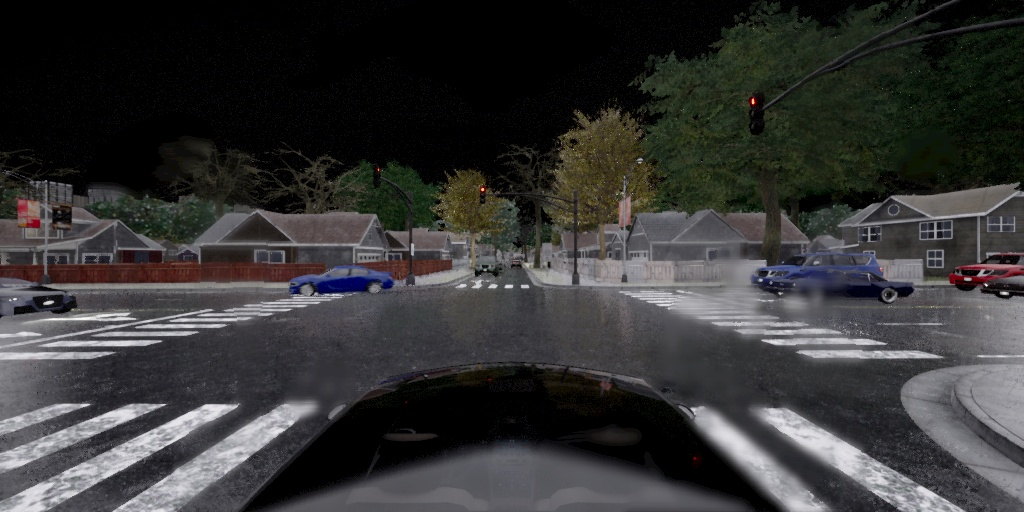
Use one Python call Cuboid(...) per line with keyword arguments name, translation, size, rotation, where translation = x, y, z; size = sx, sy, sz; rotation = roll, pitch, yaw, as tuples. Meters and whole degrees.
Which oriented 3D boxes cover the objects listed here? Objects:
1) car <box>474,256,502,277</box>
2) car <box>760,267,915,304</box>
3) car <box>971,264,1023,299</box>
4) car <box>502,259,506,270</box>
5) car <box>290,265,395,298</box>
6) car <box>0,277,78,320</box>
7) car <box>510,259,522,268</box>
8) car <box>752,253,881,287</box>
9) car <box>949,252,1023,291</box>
Cuboid(name="car", translation=(-2.488, 0.991, 36.545), size=(2.150, 2.045, 5.566), rotation=(0, 0, 1))
Cuboid(name="car", translation=(13.555, 1.260, 15.059), size=(4.718, 1.301, 1.895), rotation=(0, 0, 1))
Cuboid(name="car", translation=(23.205, 1.153, 14.903), size=(5.357, 1.411, 2.033), rotation=(0, 0, 1))
Cuboid(name="car", translation=(-2.271, 1.328, 50.437), size=(2.033, 1.411, 5.357), rotation=(0, 0, 1))
Cuboid(name="car", translation=(-8.834, 1.265, 18.953), size=(5.008, 1.535, 1.882), rotation=(-1, 2, -23))
Cuboid(name="car", translation=(-17.591, 1.410, 12.124), size=(4.181, 1.385, 1.994), rotation=(0, 0, 1))
Cuboid(name="car", translation=(0.741, 1.299, 61.404), size=(1.837, 1.490, 4.892), rotation=(0, 0, 1))
Cuboid(name="car", translation=(15.485, 0.868, 18.291), size=(5.566, 2.045, 2.150), rotation=(0, 0, 1))
Cuboid(name="car", translation=(25.851, 0.811, 18.107), size=(5.566, 2.045, 2.150), rotation=(0, 0, 1))
